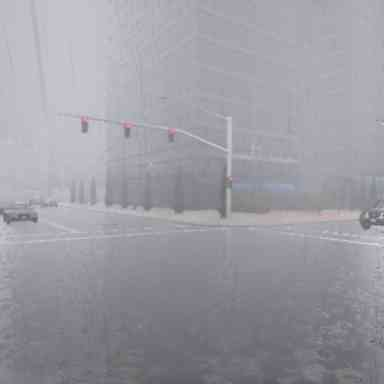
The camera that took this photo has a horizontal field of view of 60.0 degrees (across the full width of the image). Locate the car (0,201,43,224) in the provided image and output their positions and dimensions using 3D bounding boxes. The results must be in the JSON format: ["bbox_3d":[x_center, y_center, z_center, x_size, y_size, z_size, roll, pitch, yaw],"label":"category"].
[{"bbox_3d":[-12.921,1.608,25.028,1.994,1.385,4.181,1,0,-35],"label":"car"}]

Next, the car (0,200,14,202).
[{"bbox_3d":[-18.032,1.526,32.429,1.882,1.535,5.008,1,0,-35],"label":"car"}]

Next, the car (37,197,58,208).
[{"bbox_3d":[-21.494,1.649,50.104,1.812,1.442,4.674,1,0,-35],"label":"car"}]

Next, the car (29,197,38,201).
[{"bbox_3d":[-27.319,1.619,58.537,2.128,1.511,4.902,1,0,-35],"label":"car"}]

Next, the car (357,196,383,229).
[{"bbox_3d":[13.446,1.449,22.150,5.566,2.045,2.150,1,0,-35],"label":"car"}]

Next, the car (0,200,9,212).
[{"bbox_3d":[-23.761,1.653,40.735,1.895,1.301,4.718,1,0,-34],"label":"car"}]
